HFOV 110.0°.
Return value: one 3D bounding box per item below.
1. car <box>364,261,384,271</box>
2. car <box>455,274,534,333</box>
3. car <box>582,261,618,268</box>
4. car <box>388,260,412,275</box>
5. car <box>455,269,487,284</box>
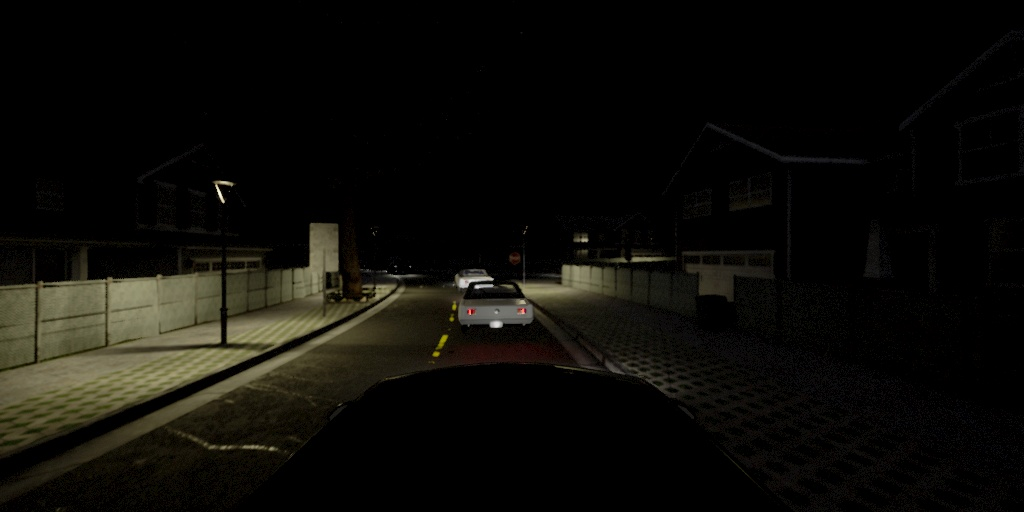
[{"bbox_3d":[-21.210,1.496,54.892,1.837,1.490,4.892,0,-1,-38],"label":"car"},{"bbox_3d":[-0.600,1.396,10.997,1.895,1.301,4.718,0,0,-6],"label":"car"},{"bbox_3d":[8.014,1.227,35.949,5.357,1.411,2.033,-1,0,-13],"label":"car"},{"bbox_3d":[-13.293,1.279,42.463,2.097,1.767,4.553,0,0,-29],"label":"car"},{"bbox_3d":[-2.403,1.440,21.569,1.895,1.301,4.718,0,0,-12],"label":"car"}]
